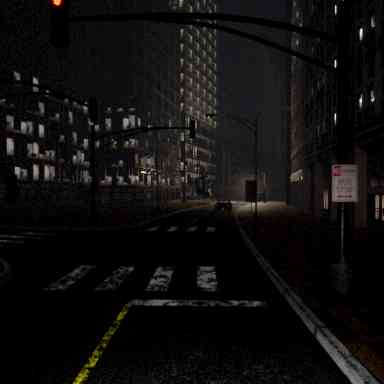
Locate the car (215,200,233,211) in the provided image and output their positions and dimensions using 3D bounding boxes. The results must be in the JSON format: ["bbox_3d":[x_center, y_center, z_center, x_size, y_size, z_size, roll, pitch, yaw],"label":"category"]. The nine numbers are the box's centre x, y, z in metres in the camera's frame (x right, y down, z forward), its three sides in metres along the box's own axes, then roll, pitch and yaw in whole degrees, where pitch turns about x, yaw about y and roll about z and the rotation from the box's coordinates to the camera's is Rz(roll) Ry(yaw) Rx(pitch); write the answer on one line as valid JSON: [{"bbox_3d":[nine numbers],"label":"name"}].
[{"bbox_3d":[4.083,1.694,41.740,1.895,1.301,4.718,0,0,10],"label":"car"}]

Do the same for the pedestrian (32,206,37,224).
[{"bbox_3d":[-9.391,1.345,19.892,0.500,1.100,0.500,0,0,17],"label":"pedestrian"}]
